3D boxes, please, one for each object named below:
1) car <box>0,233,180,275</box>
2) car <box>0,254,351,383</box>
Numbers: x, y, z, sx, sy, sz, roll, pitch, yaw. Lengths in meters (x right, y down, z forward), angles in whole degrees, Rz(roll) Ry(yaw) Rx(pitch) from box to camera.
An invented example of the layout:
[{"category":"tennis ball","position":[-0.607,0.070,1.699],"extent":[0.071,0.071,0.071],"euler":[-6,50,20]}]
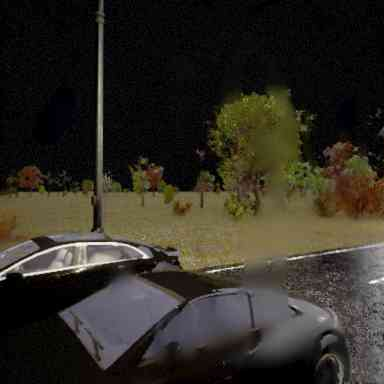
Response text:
[{"category":"car","position":[-2.425,1.527,5.871],"extent":[4.902,1.511,2.128],"euler":[1,-1,-34]},{"category":"car","position":[-0.285,1.591,3.396],"extent":[4.181,1.385,1.994],"euler":[1,-1,-34]}]
